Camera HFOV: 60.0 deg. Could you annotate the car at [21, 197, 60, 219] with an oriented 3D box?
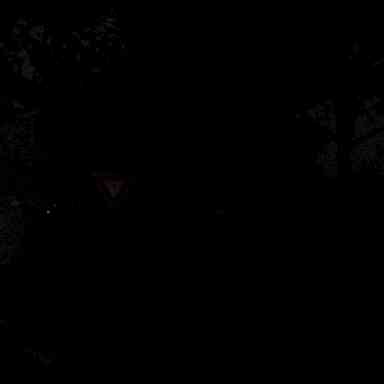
[{"bbox_3d":[-11.369,1.142,24.862,2.128,1.511,4.902,0,1,-37],"label":"car"}]
